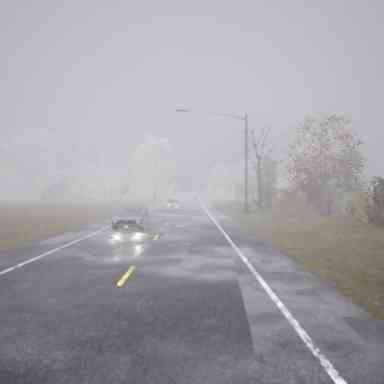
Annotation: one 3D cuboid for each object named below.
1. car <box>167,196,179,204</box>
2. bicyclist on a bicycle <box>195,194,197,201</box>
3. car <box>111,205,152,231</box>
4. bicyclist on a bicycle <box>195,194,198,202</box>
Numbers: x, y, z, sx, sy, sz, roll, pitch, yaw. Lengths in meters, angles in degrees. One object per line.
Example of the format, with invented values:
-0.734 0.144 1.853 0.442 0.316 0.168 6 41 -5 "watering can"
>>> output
-3.542 1.419 62.274 1.812 1.442 4.674 0 0 1 "car"
0.936 1.305 78.645 0.582 1.620 1.656 0 0 0 "bicyclist on a bicycle"
-3.604 1.523 20.851 2.033 1.411 5.357 0 0 0 "car"
0.935 1.313 69.643 0.866 1.612 1.509 0 0 0 "bicyclist on a bicycle"
